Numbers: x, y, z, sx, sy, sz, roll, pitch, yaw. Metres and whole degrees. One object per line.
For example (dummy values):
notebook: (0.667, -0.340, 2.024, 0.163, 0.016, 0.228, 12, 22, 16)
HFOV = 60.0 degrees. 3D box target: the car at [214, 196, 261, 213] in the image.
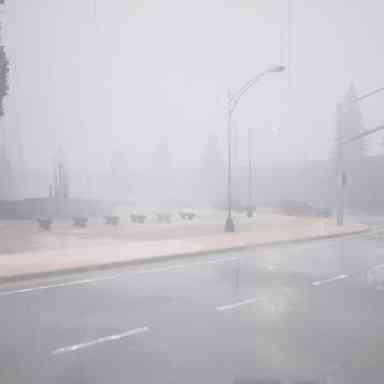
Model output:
car: (4.845, 1.547, 38.117, 2.033, 1.411, 5.357, 0, 0, -38)

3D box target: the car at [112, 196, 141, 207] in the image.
car: (-10.653, 1.601, 50.498, 4.718, 1.301, 1.895, 0, 0, 25)

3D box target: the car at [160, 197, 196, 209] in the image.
car: (-2.136, 1.505, 45.165, 4.892, 1.490, 1.837, 0, 0, 38)

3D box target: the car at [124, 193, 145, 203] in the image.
car: (-11.539, 1.224, 62.103, 5.566, 2.045, 2.150, 0, 0, 19)

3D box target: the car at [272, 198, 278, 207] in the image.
car: (11.242, 1.505, 35.267, 1.837, 1.490, 4.892, 0, 0, -37)

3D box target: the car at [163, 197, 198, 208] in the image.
car: (-1.782, 1.478, 49.258, 5.008, 1.535, 1.882, 0, 0, 35)

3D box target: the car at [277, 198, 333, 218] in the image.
car: (10.476, 1.526, 30.403, 1.812, 1.442, 4.674, 0, 0, -35)

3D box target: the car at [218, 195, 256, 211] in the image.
car: (5.645, 1.352, 42.424, 2.097, 1.767, 4.553, 0, 0, -42)

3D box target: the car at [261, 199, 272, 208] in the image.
car: (11.615, 1.564, 46.583, 1.994, 1.385, 4.181, 0, 0, -40)
